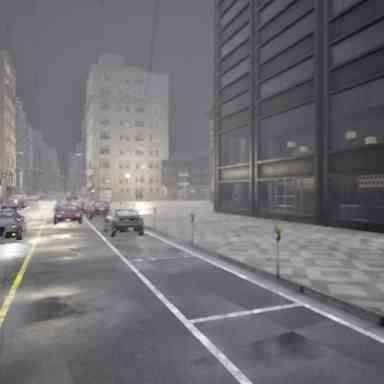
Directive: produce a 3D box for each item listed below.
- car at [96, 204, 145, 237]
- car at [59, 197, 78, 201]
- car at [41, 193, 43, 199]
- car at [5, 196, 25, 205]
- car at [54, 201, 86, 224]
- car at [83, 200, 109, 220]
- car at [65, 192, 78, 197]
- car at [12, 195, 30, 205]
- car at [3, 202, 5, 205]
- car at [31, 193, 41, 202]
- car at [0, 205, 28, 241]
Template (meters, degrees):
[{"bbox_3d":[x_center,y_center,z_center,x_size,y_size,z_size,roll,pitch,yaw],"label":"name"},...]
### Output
[{"bbox_3d":[-3.758,1.555,18.005,2.008,1.369,4.403,0,0,-22],"label":"car"},{"bbox_3d":[-13.562,1.548,35.352,2.033,1.411,5.357,0,0,-21],"label":"car"},{"bbox_3d":[-38.545,1.470,81.815,1.947,1.339,4.313,0,0,-22],"label":"car"},{"bbox_3d":[-22.179,1.572,41.023,1.947,1.339,4.313,0,0,-22],"label":"car"},{"bbox_3d":[-9.176,1.608,24.570,1.895,1.301,4.718,0,0,-22],"label":"car"},{"bbox_3d":[-7.957,1.441,28.472,1.967,1.590,4.097,0,0,-22],"label":"car"},{"bbox_3d":[-28.516,1.223,79.715,2.192,1.841,5.009,0,0,-22],"label":"car"},{"bbox_3d":[-24.280,1.318,46.257,2.192,1.841,5.009,0,0,-22],"label":"car"},{"bbox_3d":[-15.879,1.456,25.320,1.967,1.590,4.097,0,0,-22],"label":"car"},{"bbox_3d":[-36.376,1.448,76.409,1.752,1.417,4.829,0,0,-22],"label":"car"},{"bbox_3d":[-9.300,1.578,16.354,1.994,1.385,4.181,0,0,-22],"label":"car"}]
